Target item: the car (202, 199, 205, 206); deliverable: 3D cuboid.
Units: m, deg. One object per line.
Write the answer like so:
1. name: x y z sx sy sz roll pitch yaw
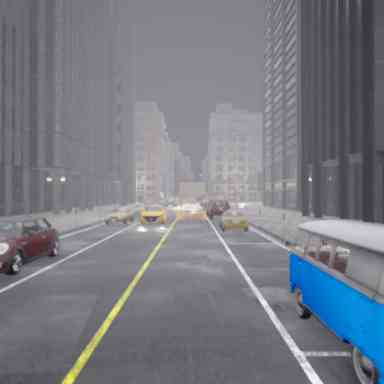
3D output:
1. car: 2.696 1.764 38.810 2.192 1.841 5.009 0 -1 0

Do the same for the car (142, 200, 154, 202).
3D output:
1. car: -5.830 1.973 38.665 1.752 1.417 4.829 0 -1 0

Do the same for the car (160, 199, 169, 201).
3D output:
1. car: -5.810 2.274 61.394 1.802 1.307 4.206 0 -1 0

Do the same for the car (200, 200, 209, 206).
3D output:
1. car: 2.725 2.387 72.642 1.802 1.307 4.206 0 -1 0

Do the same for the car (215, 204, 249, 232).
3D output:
1. car: 2.684 1.776 22.100 1.752 1.417 4.829 0 -1 1

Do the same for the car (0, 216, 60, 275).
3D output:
1. car: -5.851 1.556 10.638 1.967 1.590 4.097 0 -1 0

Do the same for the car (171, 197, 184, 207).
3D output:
1. car: -2.947 2.303 67.997 1.895 1.301 4.718 0 -1 0

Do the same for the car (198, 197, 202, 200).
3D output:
1. car: 2.720 2.189 67.004 1.967 1.590 4.097 0 -1 0

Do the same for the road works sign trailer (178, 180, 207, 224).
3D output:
1. road works sign trailer: 0.022 0.781 27.648 2.380 3.560 2.880 0 -1 0

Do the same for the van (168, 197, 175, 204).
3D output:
1. van: -5.783 2.366 95.236 1.690 1.788 3.998 0 -1 0

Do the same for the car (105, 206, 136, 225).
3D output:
1. car: -5.845 1.838 27.353 1.752 1.417 4.829 0 -1 1

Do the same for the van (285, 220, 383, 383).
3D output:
1. van: 2.669 1.395 4.979 1.690 1.788 3.998 0 -1 0

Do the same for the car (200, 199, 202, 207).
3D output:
1. car: 2.711 2.186 55.726 2.008 1.369 4.403 0 -1 0

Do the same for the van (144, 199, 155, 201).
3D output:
1. van: -5.825 1.855 44.478 1.690 1.788 3.998 0 -1 0

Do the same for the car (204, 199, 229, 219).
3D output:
1. car: 2.692 1.699 33.170 2.192 1.841 5.009 0 -1 0

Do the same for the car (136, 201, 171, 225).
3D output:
1. car: -3.078 1.792 27.434 1.882 1.535 5.008 0 -1 0

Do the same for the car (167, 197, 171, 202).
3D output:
1. car: -5.806 2.189 67.036 1.967 1.590 4.097 0 -1 0
